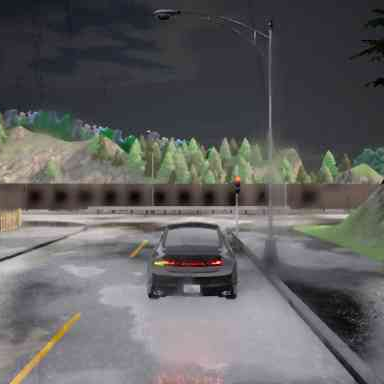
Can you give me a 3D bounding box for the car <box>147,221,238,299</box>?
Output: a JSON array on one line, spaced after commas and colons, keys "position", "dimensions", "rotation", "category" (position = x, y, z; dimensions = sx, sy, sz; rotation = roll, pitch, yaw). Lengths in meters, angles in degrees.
[{"position": [0.025, 1.505, 8.429], "dimensions": [1.837, 1.490, 4.892], "rotation": [0, 0, 1], "category": "car"}]
